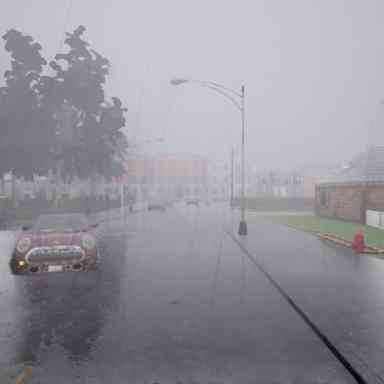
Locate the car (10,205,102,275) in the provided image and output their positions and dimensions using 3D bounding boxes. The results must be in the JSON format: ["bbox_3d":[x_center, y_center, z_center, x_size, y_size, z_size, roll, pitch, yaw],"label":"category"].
[{"bbox_3d":[-4.099,1.352,10.587,2.097,1.767,4.553,-1,0,-17],"label":"car"}]

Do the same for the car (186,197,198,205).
[{"bbox_3d":[0.051,1.564,58.281,1.994,1.385,4.181,0,0,-2],"label":"car"}]

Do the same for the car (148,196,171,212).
[{"bbox_3d":[-4.053,1.547,39.699,2.033,1.411,5.357,0,0,0],"label":"car"}]

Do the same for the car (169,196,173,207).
[{"bbox_3d":[-4.008,1.352,49.847,2.097,1.767,4.553,0,0,1],"label":"car"}]
